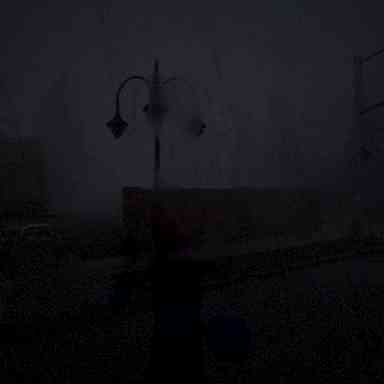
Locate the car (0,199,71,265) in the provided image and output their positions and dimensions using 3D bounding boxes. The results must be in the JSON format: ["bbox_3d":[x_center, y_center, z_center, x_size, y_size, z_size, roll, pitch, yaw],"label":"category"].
[{"bbox_3d":[-5.696,1.165,11.275,1.932,1.855,4.605,0,0,-36],"label":"car"}]
